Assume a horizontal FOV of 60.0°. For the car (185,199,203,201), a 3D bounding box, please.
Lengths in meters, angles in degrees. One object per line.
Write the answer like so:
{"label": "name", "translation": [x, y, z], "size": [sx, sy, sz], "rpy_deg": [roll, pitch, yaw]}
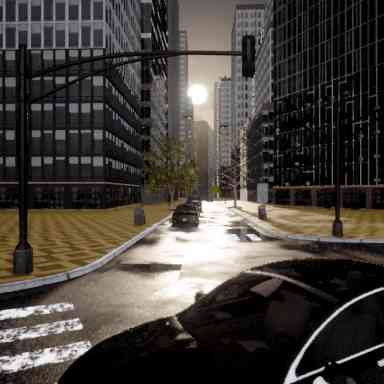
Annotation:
{"label": "car", "translation": [-0.068, 1.777, 35.628], "size": [1.812, 1.442, 4.674], "rpy_deg": [0, 0, 2]}

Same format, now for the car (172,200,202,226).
{"label": "car", "translation": [-0.433, 1.653, 25.415], "size": [1.882, 1.535, 5.008], "rpy_deg": [0, 0, 2]}

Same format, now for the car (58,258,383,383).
{"label": "car", "translation": [1.187, 1.547, 3.408], "size": [4.892, 1.490, 1.837], "rpy_deg": [0, -1, -27]}

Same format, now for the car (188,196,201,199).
{"label": "car", "translation": [0.311, 1.554, 46.281], "size": [2.150, 2.045, 5.566], "rpy_deg": [0, 0, 2]}
